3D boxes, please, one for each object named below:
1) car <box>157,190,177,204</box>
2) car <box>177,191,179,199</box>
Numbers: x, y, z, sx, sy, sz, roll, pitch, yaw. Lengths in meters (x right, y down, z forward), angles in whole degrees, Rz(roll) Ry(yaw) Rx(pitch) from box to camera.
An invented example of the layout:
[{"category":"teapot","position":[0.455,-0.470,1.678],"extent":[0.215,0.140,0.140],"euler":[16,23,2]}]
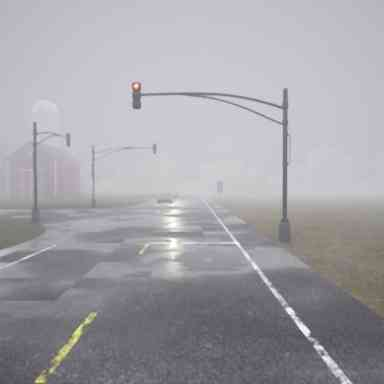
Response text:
[{"category":"car","position":[-3.401,0.772,42.791],"extent":[1.882,1.535,5.008],"euler":[0,2,1]},{"category":"car","position":[-3.342,0.442,59.523],"extent":[1.882,1.535,5.008],"euler":[0,1,0]}]
